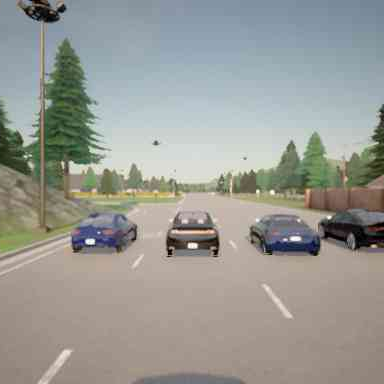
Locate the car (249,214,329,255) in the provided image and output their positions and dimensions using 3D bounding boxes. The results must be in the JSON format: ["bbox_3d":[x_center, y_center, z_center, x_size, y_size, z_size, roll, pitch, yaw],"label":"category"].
[{"bbox_3d":[3.547,1.561,13.321,1.994,1.385,4.181,0,0,1],"label":"car"}]

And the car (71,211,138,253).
[{"bbox_3d":[-3.449,1.521,13.654,1.812,1.442,4.674,0,0,1],"label":"car"}]

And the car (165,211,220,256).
[{"bbox_3d":[0.043,1.488,12.955,2.128,1.511,4.902,0,0,1],"label":"car"}]

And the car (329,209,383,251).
[{"bbox_3d":[7.054,1.474,14.152,1.882,1.535,5.008,0,0,1],"label":"car"}]
